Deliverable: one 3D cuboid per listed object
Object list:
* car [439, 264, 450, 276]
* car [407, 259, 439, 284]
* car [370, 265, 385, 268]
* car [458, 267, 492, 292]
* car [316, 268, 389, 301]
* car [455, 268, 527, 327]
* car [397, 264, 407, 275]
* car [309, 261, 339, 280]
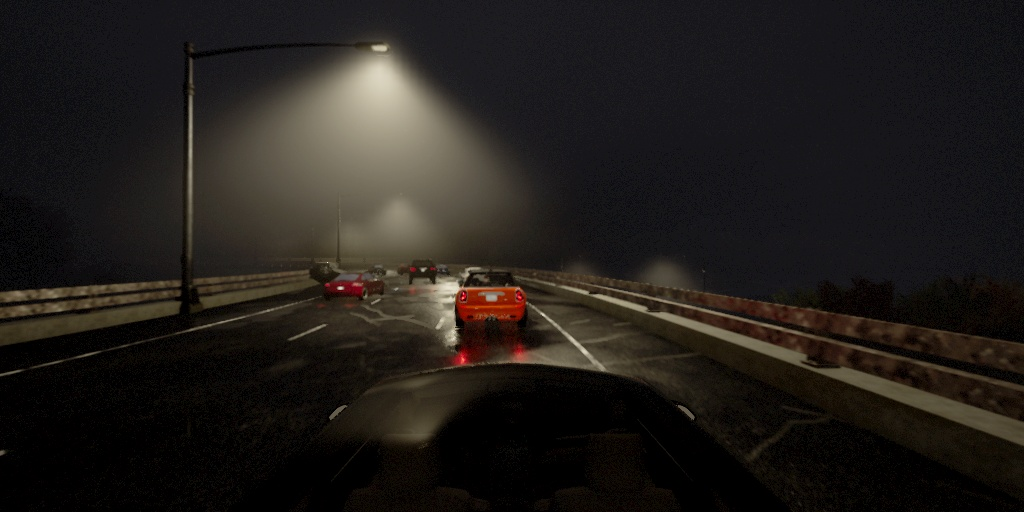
[{"bbox_3d":[-9.307,1.779,45.758,2.033,1.411,5.357,0,-1,-24],"label":"car"},{"bbox_3d":[-7.935,1.299,31.600,2.150,2.045,5.566,0,-1,-16],"label":"car"},{"bbox_3d":[-17.591,1.832,46.936,1.994,1.385,4.181,0,-1,-25],"label":"car"},{"bbox_3d":[-2.610,1.519,24.592,1.812,1.442,4.674,0,-1,-12],"label":"car"},{"bbox_3d":[-8.205,1.518,19.081,1.994,1.385,4.181,0,-1,-1],"label":"car"},{"bbox_3d":[-0.757,1.213,12.161,2.097,1.767,4.553,0,-1,-5],"label":"car"},{"bbox_3d":[-14.036,1.743,47.611,1.882,1.535,5.008,0,-1,-24],"label":"car"},{"bbox_3d":[-10.723,1.597,23.683,4.902,1.511,2.128,16,0,-11],"label":"car"}]
